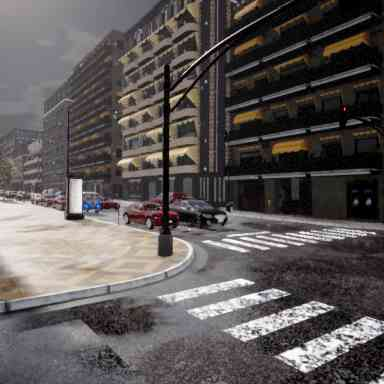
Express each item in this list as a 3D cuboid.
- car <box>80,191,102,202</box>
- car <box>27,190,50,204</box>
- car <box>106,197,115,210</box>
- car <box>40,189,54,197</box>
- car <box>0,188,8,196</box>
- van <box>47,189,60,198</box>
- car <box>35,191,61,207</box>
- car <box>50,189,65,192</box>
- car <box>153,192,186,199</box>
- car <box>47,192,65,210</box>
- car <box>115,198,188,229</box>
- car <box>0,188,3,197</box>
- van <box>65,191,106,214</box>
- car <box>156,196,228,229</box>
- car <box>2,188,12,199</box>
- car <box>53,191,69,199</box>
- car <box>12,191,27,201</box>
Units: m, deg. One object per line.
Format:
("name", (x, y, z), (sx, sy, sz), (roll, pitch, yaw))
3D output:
("car", (-15.672, 0.710, 51.423), (1.967, 1.590, 4.097), (2, 0, -36))
("car", (-19.004, 0.805, 41.771), (1.752, 1.417, 4.829), (2, 0, -36))
("car", (-8.494, 1.127, 31.744), (1.895, 1.301, 4.718), (1, 0, -36))
("car", (-32.345, 0.272, 74.270), (1.967, 1.590, 4.097), (2, 0, -36))
("car", (-42.440, -0.022, 73.893), (2.192, 1.841, 5.009), (2, 0, -36))
("van", (-29.007, 0.260, 69.700), (1.690, 1.788, 3.998), (2, 0, -36))
("car", (-15.770, 0.909, 37.338), (1.887, 1.381, 4.507), (2, 0, -36))
("car", (-15.952, 0.681, 42.016), (2.097, 1.767, 4.553), (1, 1, -36))
("car", (-2.330, 0.936, 33.146), (2.192, 1.841, 5.009), (2, 0, -36))
("car", (-12.436, 0.997, 32.769), (1.887, 1.381, 4.507), (2, 0, -36))
("car", (-2.433, 1.261, 19.061), (1.887, 1.381, 4.507), (2, 0, -36))
("car", (-39.112, 0.301, 69.323), (2.008, 1.369, 4.403), (2, 0, -36))
("van", (-9.095, 0.881, 28.200), (1.690, 1.788, 3.998), (2, 0, -36))
("car", (0.119, 1.245, 19.939), (2.128, 1.511, 4.902), (1, 0, -36))
("car", (-32.443, 0.470, 60.185), (1.887, 1.381, 4.507), (2, 0, -36))
("car", (-25.779, 0.529, 65.268), (1.752, 1.417, 4.829), (2, 0, -36))
("car", (-25.771, 0.541, 51.046), (1.967, 1.590, 4.097), (2, 0, -36))
